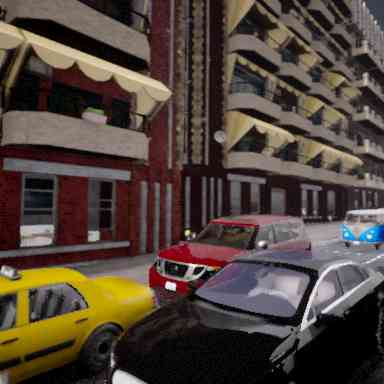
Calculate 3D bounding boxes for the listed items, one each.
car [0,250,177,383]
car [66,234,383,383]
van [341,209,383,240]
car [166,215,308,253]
[{"bbox_3d":[-2.569,1.672,4.155,1.752,1.417,4.829,0,-1,43],"label":"car"},{"bbox_3d":[1.186,1.624,4.462,2.128,1.511,4.902,-2,-2,43],"label":"car"},{"bbox_3d":[8.799,1.785,16.472,1.690,1.788,3.998,0,-1,43],"label":"van"},{"bbox_3d":[1.301,1.561,8.347,2.192,1.841,5.009,0,-1,43],"label":"car"}]
